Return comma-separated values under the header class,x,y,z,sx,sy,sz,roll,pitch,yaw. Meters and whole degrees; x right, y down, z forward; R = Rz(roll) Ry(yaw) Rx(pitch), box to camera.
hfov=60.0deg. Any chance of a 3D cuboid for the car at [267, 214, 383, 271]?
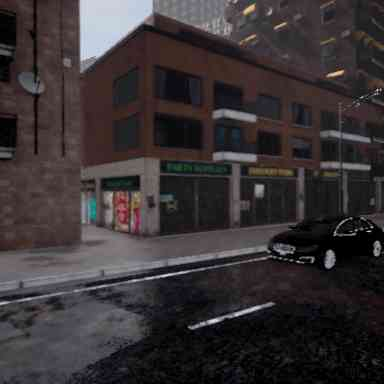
class,x,y,z,sx,sy,sz,roll,pitch,yaw
car,4.571,1.524,11.081,4.892,1.490,1.837,0,0,-37
